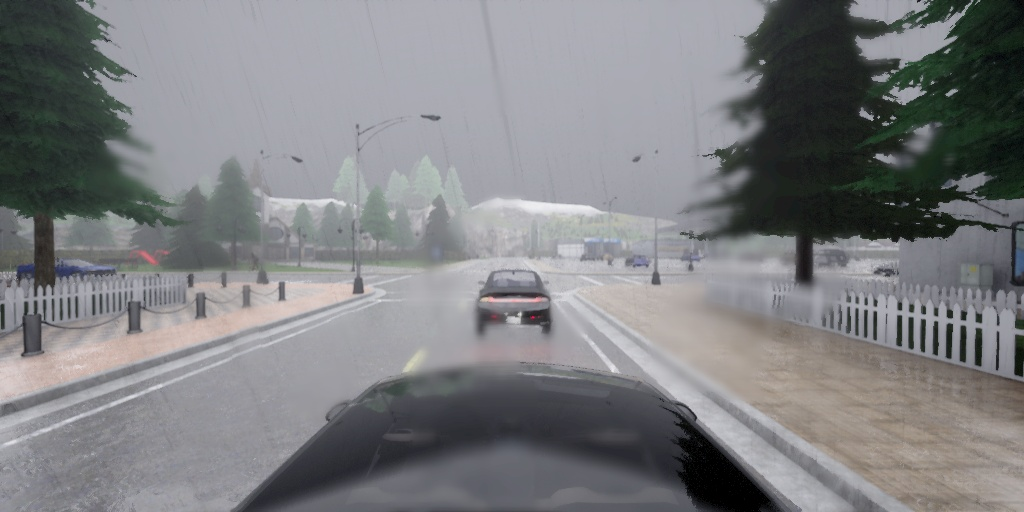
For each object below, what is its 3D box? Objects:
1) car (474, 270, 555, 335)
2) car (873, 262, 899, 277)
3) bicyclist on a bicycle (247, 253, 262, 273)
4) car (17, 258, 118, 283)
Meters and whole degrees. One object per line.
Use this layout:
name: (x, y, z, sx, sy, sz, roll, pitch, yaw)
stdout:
car: (0.047, 1.118, 9.990, 2.128, 1.511, 4.902, 0, 1, 0)
car: (29.900, 0.914, 26.264, 5.357, 1.411, 2.033, 0, 1, 0)
bicyclist on a bicycle: (-21.853, 0.608, 30.439, 0.582, 1.620, 1.656, 0, 1, 0)
car: (-28.396, 0.895, 23.011, 5.008, 1.535, 1.882, 0, 1, 0)
